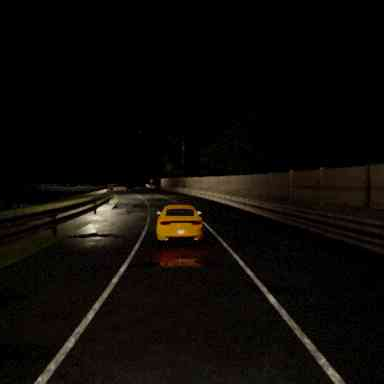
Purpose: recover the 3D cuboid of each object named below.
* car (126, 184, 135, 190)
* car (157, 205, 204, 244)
[{"bbox_3d":[-16.150,-1.256,87.701,1.837,1.490,4.892,0,2,-13],"label":"car"},{"bbox_3d":[-0.586,1.328,15.169,1.882,1.535,5.008,0,1,-4],"label":"car"}]
